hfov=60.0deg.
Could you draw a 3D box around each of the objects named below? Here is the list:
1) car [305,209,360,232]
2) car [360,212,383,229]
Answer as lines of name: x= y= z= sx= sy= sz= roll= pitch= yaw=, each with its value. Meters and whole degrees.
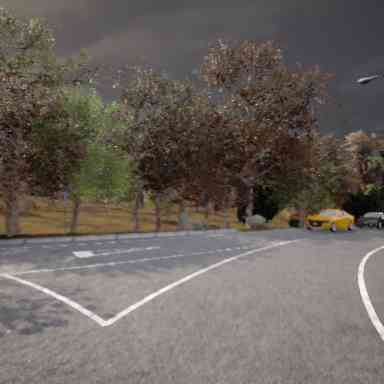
car: x=10.017 y=1.988 z=24.023 sx=5.008 sy=1.535 sz=1.882 roll=4 pitch=-3 yaw=-45
car: x=17.104 y=2.680 z=31.121 sx=4.892 sy=1.490 sz=1.837 roll=6 pitch=-4 yaw=-44
